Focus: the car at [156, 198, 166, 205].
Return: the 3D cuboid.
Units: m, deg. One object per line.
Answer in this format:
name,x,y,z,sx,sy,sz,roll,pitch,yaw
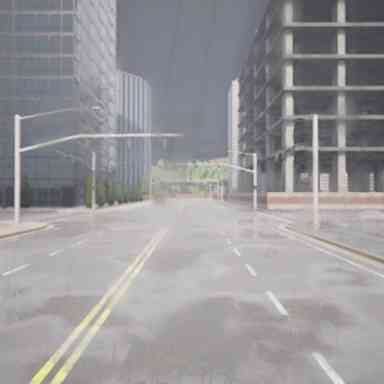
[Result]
car,-6.974,2.065,74.408,2.128,1.511,4.902,0,0,0
